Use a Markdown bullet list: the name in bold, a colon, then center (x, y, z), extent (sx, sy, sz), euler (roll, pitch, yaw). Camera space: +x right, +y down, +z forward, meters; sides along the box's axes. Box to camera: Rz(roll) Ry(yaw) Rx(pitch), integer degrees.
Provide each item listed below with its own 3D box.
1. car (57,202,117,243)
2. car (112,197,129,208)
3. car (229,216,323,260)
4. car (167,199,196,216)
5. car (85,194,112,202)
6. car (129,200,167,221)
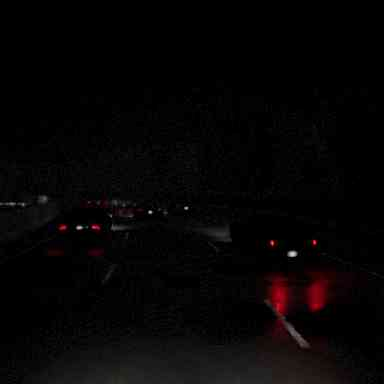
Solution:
- **car**: center (-4.812, 1.428, 15.437), extent (2.033, 1.411, 5.357), euler (0, 0, -9)
- **car**: center (-8.918, 1.281, 41.477), extent (1.895, 1.301, 4.718), euler (0, 1, -23)
- **car**: center (2.694, 1.504, 11.974), extent (1.895, 1.301, 4.718), euler (0, 0, -7)
- **car**: center (-1.030, 1.329, 29.915), extent (1.994, 1.385, 4.181), euler (0, 0, -16)
- **car**: center (-9.845, 1.088, 34.305), extent (2.097, 1.767, 4.553), euler (0, 0, -20)
- **car**: center (-3.407, 1.367, 25.268), extent (1.994, 1.385, 4.181), euler (0, 1, -14)
